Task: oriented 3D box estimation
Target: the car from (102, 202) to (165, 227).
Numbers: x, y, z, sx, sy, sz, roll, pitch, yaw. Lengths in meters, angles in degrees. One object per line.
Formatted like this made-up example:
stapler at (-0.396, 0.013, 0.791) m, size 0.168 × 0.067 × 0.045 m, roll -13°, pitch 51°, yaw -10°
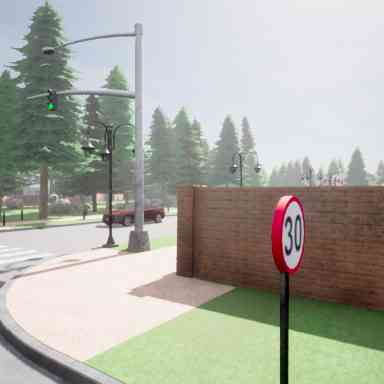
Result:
car at (-3.957, 1.464, 23.114) m, size 1.882 × 1.535 × 5.008 m, roll 0°, pitch 0°, yaw 35°
